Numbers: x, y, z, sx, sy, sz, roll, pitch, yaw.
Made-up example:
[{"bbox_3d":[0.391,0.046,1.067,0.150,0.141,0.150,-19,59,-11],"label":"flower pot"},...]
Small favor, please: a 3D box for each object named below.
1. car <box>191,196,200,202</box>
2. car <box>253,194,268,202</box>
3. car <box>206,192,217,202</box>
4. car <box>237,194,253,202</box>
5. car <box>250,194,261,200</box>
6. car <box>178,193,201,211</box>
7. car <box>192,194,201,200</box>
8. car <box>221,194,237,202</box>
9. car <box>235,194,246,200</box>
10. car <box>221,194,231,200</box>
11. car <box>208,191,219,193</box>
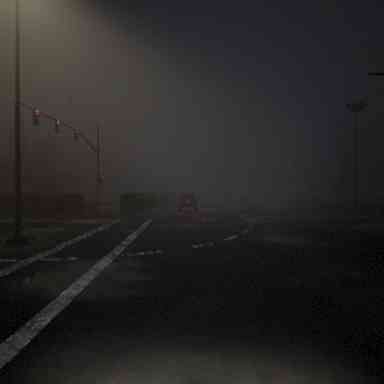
[{"bbox_3d":[0.779,1.449,71.151,1.895,1.301,4.718,0,0,2],"label":"car"},{"bbox_3d":[14.768,1.315,70.606,1.882,1.535,5.008,0,0,2],"label":"car"},{"bbox_3d":[4.260,1.327,70.575,1.882,1.535,5.008,0,0,2],"label":"car"},{"bbox_3d":[11.299,1.196,71.504,2.097,1.767,4.553,0,0,2],"label":"car"},{"bbox_3d":[15.105,1.157,79.770,1.837,1.490,4.892,0,0,2],"label":"car"},{"bbox_3d":[-0.392,1.144,39.309,2.150,2.045,5.566,0,0,2],"label":"car"},{"bbox_3d":[1.115,1.199,80.284,2.128,1.511,4.902,0,0,2],"label":"car"},{"bbox_3d":[7.772,1.201,70.833,2.097,1.767,4.553,0,0,2],"label":"car"},{"bbox_3d":[11.608,1.214,79.898,1.994,1.385,4.181,0,0,2],"label":"car"},{"bbox_3d":[8.110,1.191,80.027,2.128,1.511,4.902,0,0,2],"label":"car"},{"bbox_3d":[4.613,0.895,80.185,2.150,2.045,5.566,0,0,2],"label":"car"}]
